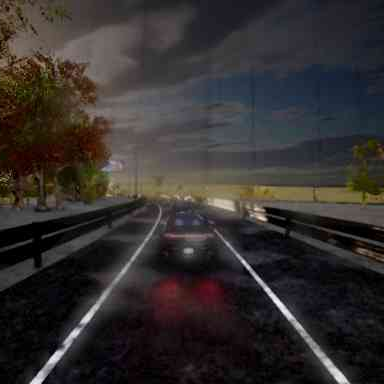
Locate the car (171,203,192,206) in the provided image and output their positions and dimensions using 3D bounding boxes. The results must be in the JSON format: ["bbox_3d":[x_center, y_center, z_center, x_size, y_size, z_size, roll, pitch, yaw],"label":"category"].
[{"bbox_3d":[-0.891,1.564,27.644,1.994,1.385,4.181,0,0,-3],"label":"car"}]

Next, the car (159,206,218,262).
[{"bbox_3d":[-0.156,1.490,12.058,2.128,1.511,4.902,0,0,-1],"label":"car"}]
